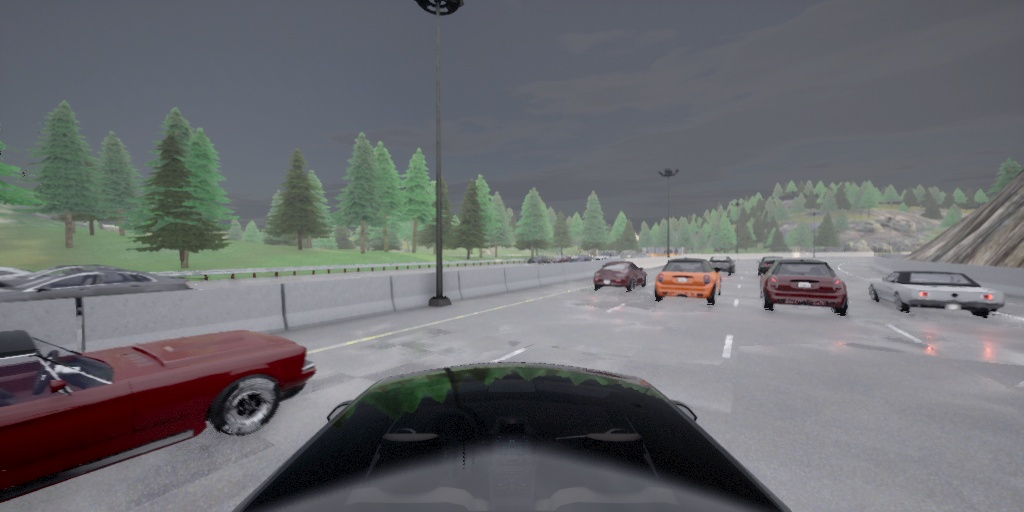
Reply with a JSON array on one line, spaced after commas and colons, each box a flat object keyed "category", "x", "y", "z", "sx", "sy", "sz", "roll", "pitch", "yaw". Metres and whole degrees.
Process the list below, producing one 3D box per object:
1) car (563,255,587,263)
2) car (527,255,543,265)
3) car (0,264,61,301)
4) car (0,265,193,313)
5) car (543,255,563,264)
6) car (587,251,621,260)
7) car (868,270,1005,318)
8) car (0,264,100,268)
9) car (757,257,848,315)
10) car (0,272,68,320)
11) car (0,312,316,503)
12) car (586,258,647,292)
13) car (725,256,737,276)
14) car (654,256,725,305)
[{"category": "car", "x": 9.571, "y": 0.571, "z": 48.809, "sx": 2.033, "sy": 1.411, "sz": 5.357, "roll": 0, "pitch": 1, "yaw": 38}, {"category": "car", "x": 3.998, "y": 0.545, "z": 53.045, "sx": 1.994, "sy": 1.385, "sz": 4.181, "roll": 0, "pitch": 1, "yaw": 38}, {"category": "car", "x": -22.286, "y": 1.156, "z": 14.616, "sx": 1.812, "sy": 1.442, "sz": 4.674, "roll": 0, "pitch": 1, "yaw": 33}, {"category": "car", "x": -12.507, "y": 1.153, "z": 10.411, "sx": 2.128, "sy": 1.511, "sz": 4.902, "roll": 0, "pitch": 1, "yaw": 33}, {"category": "car", "x": 6.831, "y": 0.558, "z": 50.987, "sx": 1.812, "sy": 1.442, "sz": 4.674, "roll": 0, "pitch": 1, "yaw": 38}, {"category": "car", "x": 12.292, "y": 0.371, "z": 46.605, "sx": 2.150, "sy": 2.045, "sz": 5.566, "roll": 0, "pitch": 1, "yaw": 38}, {"category": "car", "x": 13.994, "y": 1.149, "z": 12.232, "sx": 1.895, "sy": 1.301, "sz": 4.718, "roll": 0, "pitch": 1, "yaw": 33}, {"category": "car", "x": -18.104, "y": 1.108, "z": 14.643, "sx": 2.128, "sy": 1.511, "sz": 4.902, "roll": 0, "pitch": 1, "yaw": 33}, {"category": "car", "x": 10.282, "y": 0.902, "z": 12.946, "sx": 2.097, "sy": 1.767, "sz": 4.553, "roll": 0, "pitch": 1, "yaw": 33}, {"category": "car", "x": -16.721, "y": 1.277, "z": 10.361, "sx": 1.895, "sy": 1.301, "sz": 4.718, "roll": 0, "pitch": 1, "yaw": 33}, {"category": "car", "x": -4.470, "y": 1.344, "z": 3.151, "sx": 1.895, "sy": 1.301, "sz": 4.718, "roll": 0, "pitch": 1, "yaw": 33}, {"category": "car", "x": 5.715, "y": 1.004, "z": 18.756, "sx": 1.812, "sy": 1.442, "sz": 4.674, "roll": 0, "pitch": 1, "yaw": 33}, {"category": "car", "x": 17.423, "y": 0.766, "z": 29.871, "sx": 2.128, "sy": 1.511, "sz": 4.902, "roll": 0, "pitch": 1, "yaw": 36}, {"category": "car", "x": 7.492, "y": 0.880, "z": 15.073, "sx": 2.097, "sy": 1.767, "sz": 4.553, "roll": 0, "pitch": 1, "yaw": 33}]
